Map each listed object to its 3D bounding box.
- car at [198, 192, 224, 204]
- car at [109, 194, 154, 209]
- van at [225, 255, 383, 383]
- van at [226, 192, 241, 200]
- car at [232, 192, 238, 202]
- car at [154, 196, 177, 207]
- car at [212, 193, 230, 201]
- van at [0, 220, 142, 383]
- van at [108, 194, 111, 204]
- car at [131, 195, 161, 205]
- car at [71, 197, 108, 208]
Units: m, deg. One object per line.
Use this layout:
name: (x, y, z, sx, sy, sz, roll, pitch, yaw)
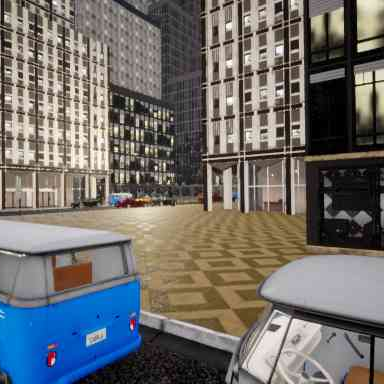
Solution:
car: (2.960, 0.909, 52.504, 2.192, 1.841, 5.009, 0, 0, 36)
car: (-7.031, 1.267, 38.858, 1.887, 1.381, 4.507, 0, 0, 36)
van: (1.995, 1.341, 1.464, 3.998, 1.788, 1.690, 0, -1, 36)
van: (9.509, 0.872, 75.630, 1.690, 1.788, 3.998, 0, 0, 36)
car: (6.293, 1.101, 57.053, 2.008, 1.369, 4.403, 0, 0, 36)
car: (-3.700, 1.230, 43.407, 2.008, 1.369, 4.403, 0, 0, 36)
car: (6.178, 1.017, 71.079, 1.967, 1.590, 4.097, 0, 0, 36)
van: (-2.545, 1.342, 4.703, 3.998, 1.788, 1.690, 0, -1, 36)
van: (-10.485, 1.136, 48.326, 1.690, 1.788, 3.998, 0, 0, 36)
car: (-7.252, 1.279, 52.739, 1.752, 1.417, 4.829, 0, 0, 36)
car: (-13.816, 1.404, 43.776, 1.947, 1.339, 4.313, 0, 0, 36)
